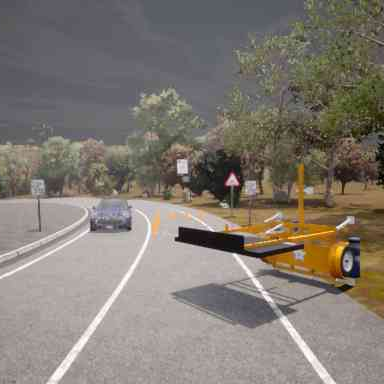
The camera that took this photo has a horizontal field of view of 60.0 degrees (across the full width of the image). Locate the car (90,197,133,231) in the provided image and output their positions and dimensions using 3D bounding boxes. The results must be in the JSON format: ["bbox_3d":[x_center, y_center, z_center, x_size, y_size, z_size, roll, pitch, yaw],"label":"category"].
[{"bbox_3d":[-4.424,1.112,18.728,2.097,1.767,4.553,-1,2,-9],"label":"car"}]

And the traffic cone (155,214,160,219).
[{"bbox_3d":[-2.009,1.694,18.519,0.340,0.580,0.340,-1,2,-4],"label":"traffic cone"}]

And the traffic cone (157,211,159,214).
[{"bbox_3d":[-2.159,1.636,20.511,0.340,0.580,0.340,-1,2,-4],"label":"traffic cone"}]

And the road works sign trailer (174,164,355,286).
[{"bbox_3d":[1.687,0.774,7.440,3.560,2.880,2.380,-1,1,-38],"label":"road works sign trailer"}]

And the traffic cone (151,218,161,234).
[{"bbox_3d":[-1.861,1.751,16.525,0.340,0.580,0.340,-1,2,-4],"label":"traffic cone"}]
